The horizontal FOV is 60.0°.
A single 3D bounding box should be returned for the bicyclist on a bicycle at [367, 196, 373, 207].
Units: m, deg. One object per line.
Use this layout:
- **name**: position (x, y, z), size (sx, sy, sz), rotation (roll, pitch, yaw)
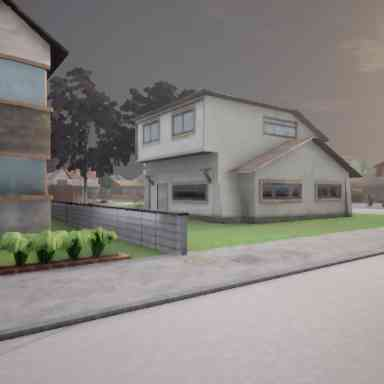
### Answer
- **bicyclist on a bicycle**: position (25.125, 1.347, 47.042), size (1.656, 1.620, 0.582), rotation (0, 0, -35)
